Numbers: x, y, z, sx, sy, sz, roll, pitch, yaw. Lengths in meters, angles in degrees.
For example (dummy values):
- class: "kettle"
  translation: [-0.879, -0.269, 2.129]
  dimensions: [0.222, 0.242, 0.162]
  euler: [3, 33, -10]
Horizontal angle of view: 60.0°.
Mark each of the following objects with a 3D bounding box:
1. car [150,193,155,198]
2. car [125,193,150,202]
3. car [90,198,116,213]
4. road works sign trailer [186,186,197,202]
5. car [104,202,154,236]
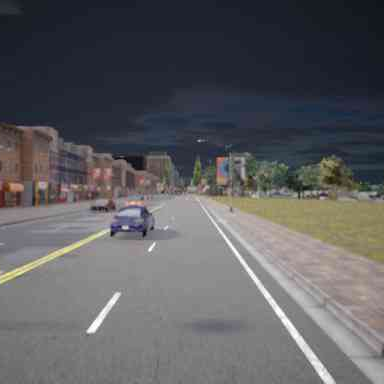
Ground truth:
- class: "car"
  translation: [-9.731, 1.048, 78.931]
  dimensions: [1.837, 1.490, 4.892]
  euler: [0, 0, 0]
- class: "car"
  translation: [-6.582, 1.323, 38.763]
  dimensions: [2.097, 1.767, 4.553]
  euler: [0, 0, 0]
- class: "car"
  translation: [-9.835, 1.451, 37.173]
  dimensions: [1.882, 1.535, 5.008]
  euler: [0, 0, 0]
- class: "road works sign trailer"
  translation: [0.018, 0.403, 74.233]
  dimensions: [2.380, 3.560, 2.880]
  euler: [0, 0, 0]
- class: "car"
  translation: [-3.145, 1.510, 18.019]
  dimensions: [1.812, 1.442, 4.674]
  euler: [0, 0, 0]
